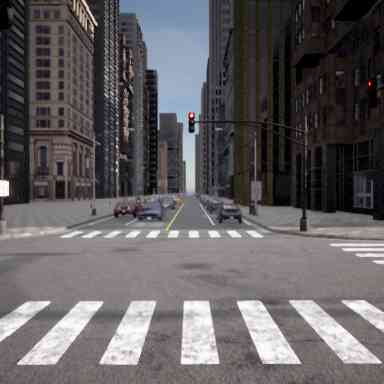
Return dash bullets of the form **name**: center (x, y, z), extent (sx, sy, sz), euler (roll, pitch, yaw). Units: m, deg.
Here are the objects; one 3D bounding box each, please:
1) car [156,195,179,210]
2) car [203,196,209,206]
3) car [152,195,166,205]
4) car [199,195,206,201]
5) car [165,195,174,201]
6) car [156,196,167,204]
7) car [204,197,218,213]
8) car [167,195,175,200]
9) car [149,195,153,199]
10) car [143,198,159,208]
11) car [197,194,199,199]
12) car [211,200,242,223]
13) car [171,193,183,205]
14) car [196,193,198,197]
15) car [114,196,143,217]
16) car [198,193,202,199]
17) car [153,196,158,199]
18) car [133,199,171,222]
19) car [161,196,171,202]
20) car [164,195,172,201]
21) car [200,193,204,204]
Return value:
- **car**: center (-3.112, 1.481, 42.515), extent (2.128, 1.511, 4.902), euler (0, 0, 0)
- **car**: center (2.732, 1.534, 42.042), extent (1.887, 1.381, 4.507), euler (0, 0, 0)
- **car**: center (-5.805, 1.431, 58.949), extent (1.967, 1.590, 4.097), euler (0, 0, 0)
- **car**: center (2.701, 1.528, 87.337), extent (1.752, 1.417, 4.829), euler (0, 0, 0)
- **car**: center (-5.824, 1.569, 87.153), extent (1.947, 1.339, 4.313), euler (0, 0, 0)
- **car**: center (-5.809, 1.517, 64.420), extent (1.752, 1.417, 4.829), euler (0, 0, 0)
- **car**: center (2.736, 1.541, 36.401), extent (2.008, 1.369, 4.403), euler (0, 0, 0)
- **car**: center (-5.828, 1.532, 92.623), extent (1.752, 1.417, 4.829), euler (0, 0, 0)
- **car**: center (-5.790, 1.430, 36.387), extent (1.967, 1.590, 4.097), euler (0, 0, 0)
- **car**: center (-5.797, 1.571, 47.668), extent (1.802, 1.307, 4.206), euler (0, 0, 0)
- **car**: center (2.709, 1.541, 75.885), extent (1.887, 1.381, 4.507), euler (0, 0, 0)
- **car**: center (2.743, 1.543, 25.120), extent (2.008, 1.369, 4.403), euler (0, 0, 0)
- **car**: center (-3.059, 1.468, 57.695), extent (1.882, 1.535, 5.008), euler (0, 0, 0)
- **car**: center (2.705, 1.544, 81.526), extent (1.887, 1.381, 4.507), euler (0, 0, 0)
- **car**: center (-5.786, 1.306, 30.745), extent (2.192, 1.841, 5.009), euler (0, 0, 0)
- **car**: center (2.716, 1.432, 64.604), extent (1.967, 1.590, 4.097), euler (0, 0, 0)
- **car**: center (-5.793, 1.555, 42.028), extent (1.947, 1.339, 4.313), euler (0, 0, 0)
- **car**: center (-3.117, 1.539, 26.832), extent (2.033, 1.411, 5.357), euler (0, 0, 0)
- **car**: center (-5.816, 1.562, 75.871), extent (1.947, 1.339, 4.313), euler (0, 0, 0)
- **car**: center (-5.820, 1.525, 81.342), extent (1.752, 1.417, 4.829), euler (0, 0, 0)
- **car**: center (2.724, 1.430, 53.323), extent (1.967, 1.590, 4.097), euler (0, 0, 0)
